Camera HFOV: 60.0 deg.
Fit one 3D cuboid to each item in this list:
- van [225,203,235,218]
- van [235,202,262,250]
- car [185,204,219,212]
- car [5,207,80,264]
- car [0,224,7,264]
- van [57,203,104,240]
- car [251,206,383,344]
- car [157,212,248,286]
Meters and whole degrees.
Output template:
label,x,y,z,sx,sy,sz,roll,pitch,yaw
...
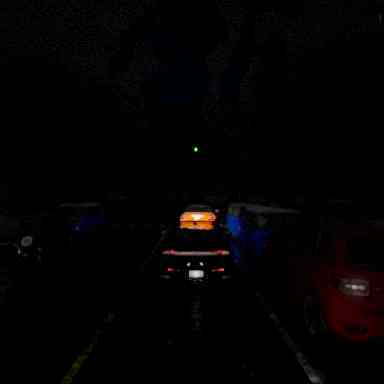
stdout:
label,x,y,z,sx,sy,sz,roll,pitch,yaw
van,2.734,1.462,17.313,1.690,1.788,3.998,0,0,0
van,2.743,1.424,11.876,1.690,1.788,3.998,0,0,0
car,0.576,1.498,20.651,2.097,1.767,4.553,0,0,7
car,-5.782,1.524,11.861,1.967,1.590,4.097,0,0,0
car,-5.773,1.570,6.254,1.752,1.417,4.829,0,0,0
van,-5.791,1.463,17.300,1.690,1.788,3.998,0,0,0
car,2.752,1.360,6.439,2.192,1.841,5.009,0,0,0
car,0.088,1.560,9.583,2.128,1.511,4.902,0,0,0
